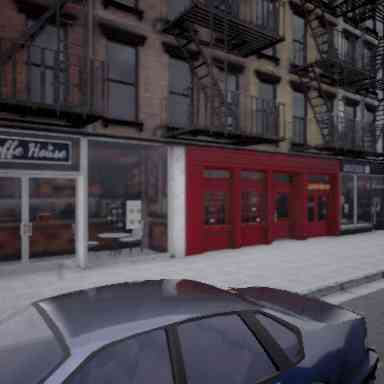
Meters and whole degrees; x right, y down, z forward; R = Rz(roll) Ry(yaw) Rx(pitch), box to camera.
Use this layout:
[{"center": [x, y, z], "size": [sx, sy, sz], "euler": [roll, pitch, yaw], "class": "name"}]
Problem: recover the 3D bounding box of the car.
[{"center": [-0.607, 1.550, 2.637], "size": [5.357, 1.411, 2.033], "euler": [0, 0, -35], "class": "car"}]
